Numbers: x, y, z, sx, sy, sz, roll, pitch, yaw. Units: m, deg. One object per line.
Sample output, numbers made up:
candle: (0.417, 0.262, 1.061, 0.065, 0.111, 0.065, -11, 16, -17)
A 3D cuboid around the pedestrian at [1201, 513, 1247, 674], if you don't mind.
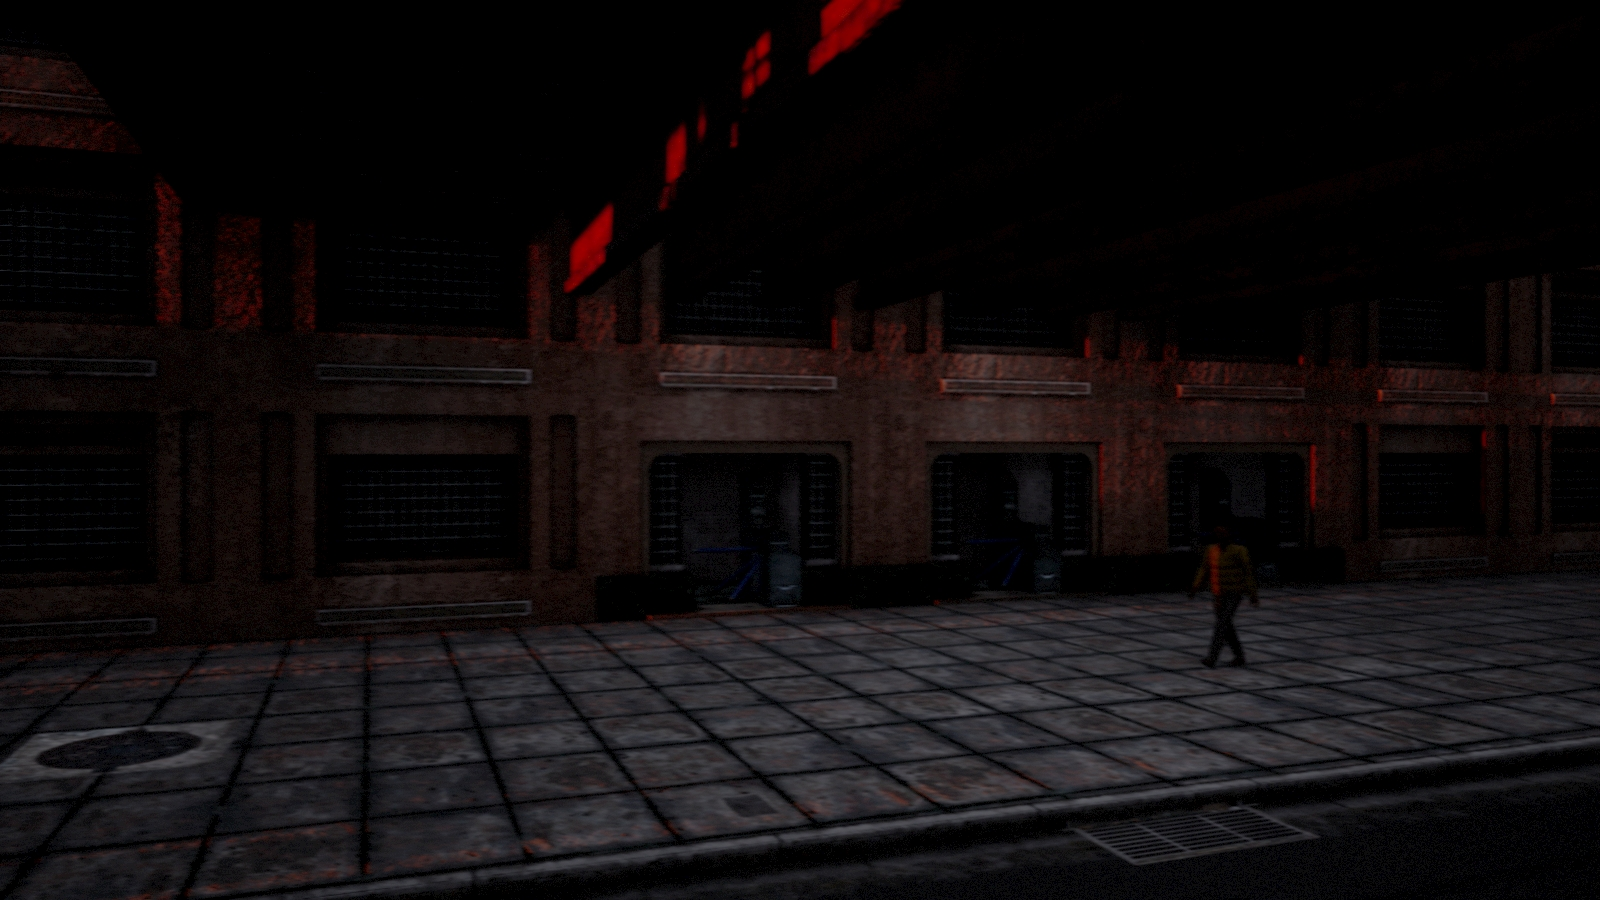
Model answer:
pedestrian: (5.058, 1.695, 13.629, 0.375, 1.860, 0.375, 0, 0, -40)
